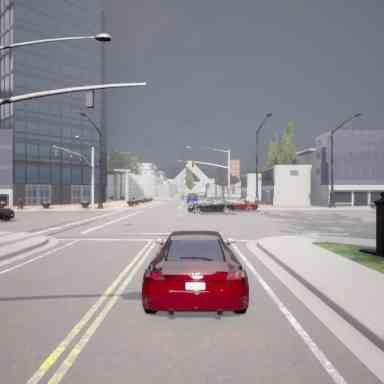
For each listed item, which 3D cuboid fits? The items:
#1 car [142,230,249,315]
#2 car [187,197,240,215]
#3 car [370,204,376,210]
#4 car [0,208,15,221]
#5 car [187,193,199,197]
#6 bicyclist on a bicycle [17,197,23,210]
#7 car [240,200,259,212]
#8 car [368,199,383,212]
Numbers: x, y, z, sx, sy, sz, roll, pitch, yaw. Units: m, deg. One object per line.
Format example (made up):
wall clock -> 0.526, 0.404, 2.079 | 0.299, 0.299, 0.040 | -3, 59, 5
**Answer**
car -> 0.071, 1.564, 7.642 | 1.994, 1.385, 4.181 | 0, 0, 0
car -> 2.005, 1.499, 33.437 | 4.902, 1.511, 2.128 | 0, 0, 0
car -> 21.519, 1.163, 33.584 | 5.566, 2.045, 2.150 | -1, 0, 0
car -> -16.612, 1.587, 26.091 | 5.008, 1.535, 1.882 | -1, 0, 0
car -> 0.134, 1.221, 68.357 | 2.150, 2.045, 5.566 | 0, 0, 1
bicyclist on a bicycle -> -21.999, 1.466, 42.523 | 0.582, 1.620, 1.656 | -1, 0, 0
car -> 5.256, 1.602, 37.964 | 4.718, 1.301, 1.895 | 0, 0, 15
car -> 22.891, 1.491, 37.113 | 5.357, 1.411, 2.033 | 0, 0, 0
